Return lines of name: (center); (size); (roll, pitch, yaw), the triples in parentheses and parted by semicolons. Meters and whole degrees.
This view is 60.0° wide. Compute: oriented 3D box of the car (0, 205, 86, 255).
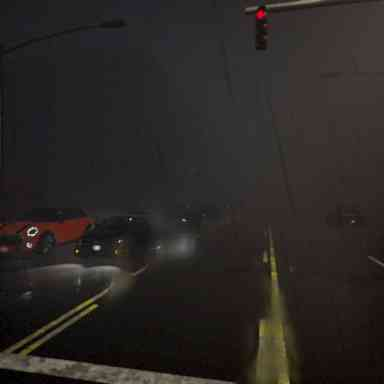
car: (-5.926, 1.407, 13.613); (2.097, 1.767, 4.553); (0, 0, 13)

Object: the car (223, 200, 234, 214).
car: (3.967, 1.776, 41.369); (2.097, 1.767, 4.553); (0, -1, 13)

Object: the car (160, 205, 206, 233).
car: (-0.654, 1.748, 21.071); (1.895, 1.301, 4.718); (0, -1, 13)

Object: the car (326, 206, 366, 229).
car: (10.810, 1.725, 23.615); (2.128, 1.511, 4.902); (0, -1, 12)

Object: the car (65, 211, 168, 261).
car: (-2.579, 1.622, 12.542); (1.994, 1.385, 4.181); (0, 0, 13)

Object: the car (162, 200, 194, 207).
car: (-1.685, 1.779, 32.400); (2.128, 1.511, 4.902); (0, -1, 13)

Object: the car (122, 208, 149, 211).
car: (-3.945, 1.752, 22.384); (1.895, 1.301, 4.718); (0, -1, 12)

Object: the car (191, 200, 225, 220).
car: (1.588, 1.787, 31.007); (1.837, 1.490, 4.892); (0, -1, 13)
